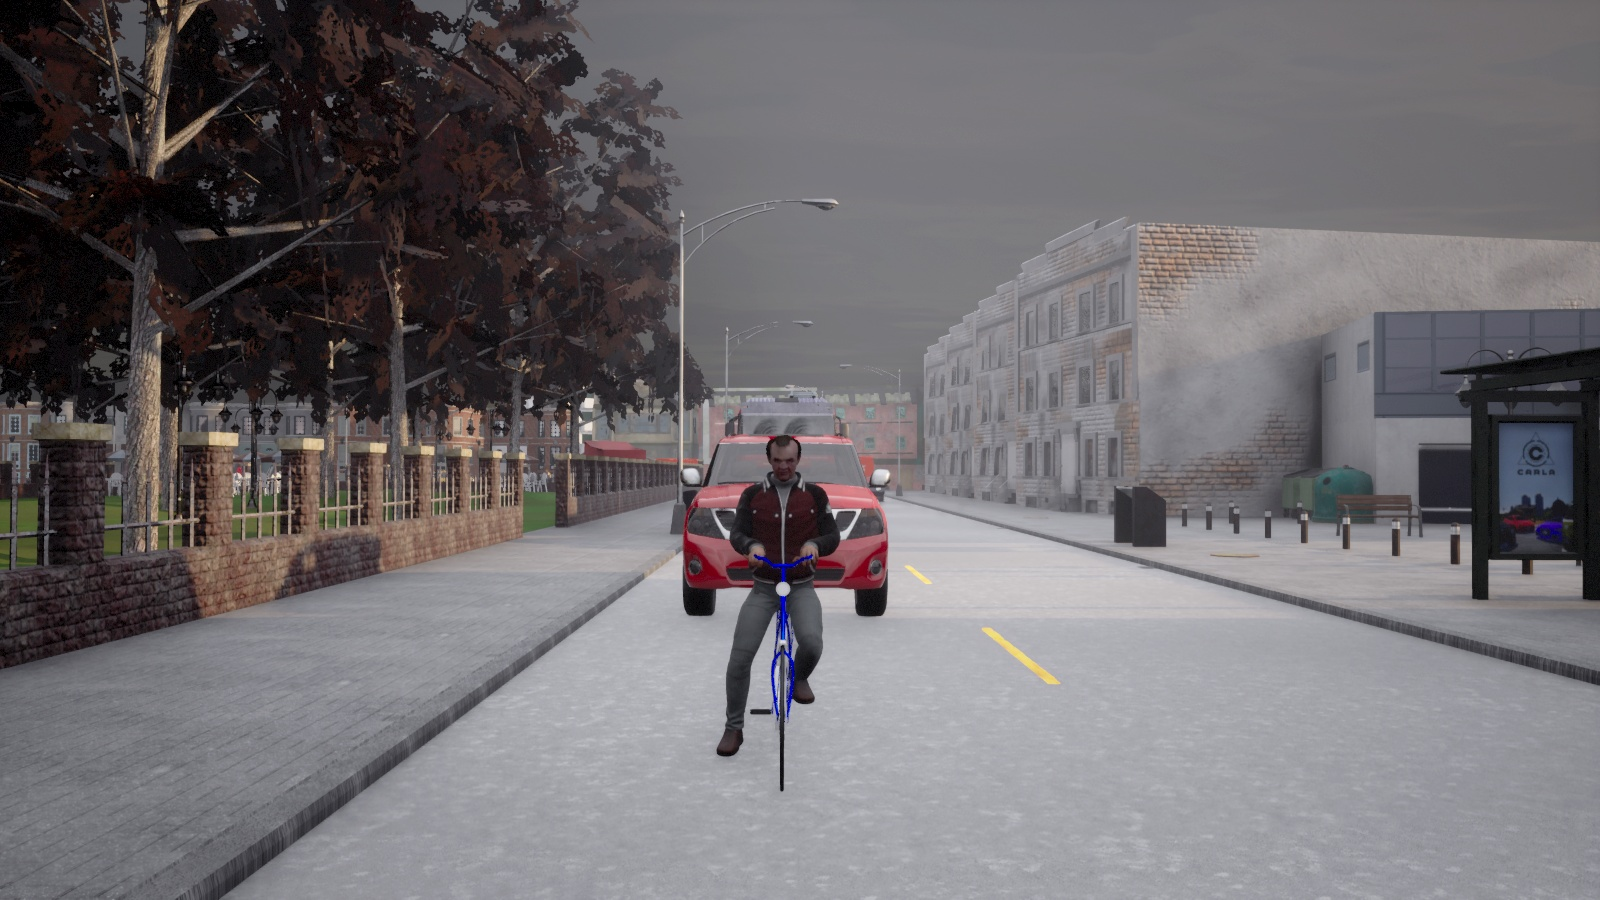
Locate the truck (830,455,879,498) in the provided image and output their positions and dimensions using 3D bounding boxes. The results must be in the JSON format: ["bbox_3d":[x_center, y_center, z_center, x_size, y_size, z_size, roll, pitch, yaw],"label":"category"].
[{"bbox_3d":[3.196,1.574,75.182,2.627,2.467,5.204,0,-1,-1],"label":"truck"}]

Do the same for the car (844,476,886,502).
[{"bbox_3d":[3.312,1.989,64.916,1.895,1.301,4.718,0,-1,-1],"label":"car"}]

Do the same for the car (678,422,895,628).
[{"bbox_3d":[-0.171,0.791,15.308,2.150,2.045,5.566,0,-1,-1],"label":"car"}]

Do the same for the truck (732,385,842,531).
[{"bbox_3d":[-0.389,0.278,37.431,2.891,3.827,8.468,0,-1,-1],"label":"truck"}]

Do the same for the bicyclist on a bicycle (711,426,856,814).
[{"bbox_3d":[-0.083,0.798,6.689,0.659,1.776,1.843,0,-1,-1],"label":"bicyclist on a bicycle"}]
